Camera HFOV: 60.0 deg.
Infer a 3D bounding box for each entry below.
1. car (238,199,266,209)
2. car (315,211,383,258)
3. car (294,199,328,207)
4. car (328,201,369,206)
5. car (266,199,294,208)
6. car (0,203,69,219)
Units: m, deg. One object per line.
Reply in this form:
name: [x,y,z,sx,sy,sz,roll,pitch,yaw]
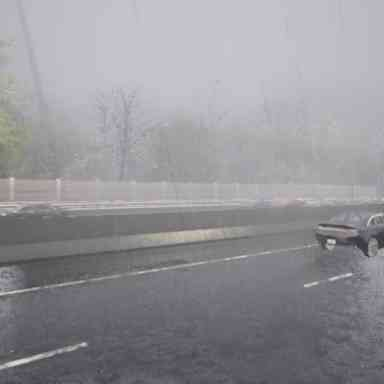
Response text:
car: [7.940,1.578,39.748,5.357,1.411,2.033,0,0,-35]
car: [6.794,1.501,12.892,4.902,1.511,2.128,0,0,-36]
car: [13.185,1.559,34.892,4.674,1.442,1.812,0,0,-35]
car: [16.056,1.582,32.641,5.357,1.411,2.033,0,0,-35]
car: [11.102,1.511,37.702,5.008,1.535,1.882,0,0,-35]
car: [-10.772,1.507,22.101,4.892,1.490,1.837,0,0,-35]
